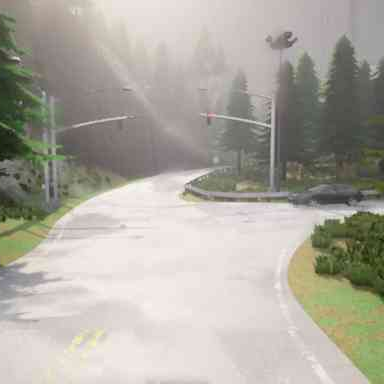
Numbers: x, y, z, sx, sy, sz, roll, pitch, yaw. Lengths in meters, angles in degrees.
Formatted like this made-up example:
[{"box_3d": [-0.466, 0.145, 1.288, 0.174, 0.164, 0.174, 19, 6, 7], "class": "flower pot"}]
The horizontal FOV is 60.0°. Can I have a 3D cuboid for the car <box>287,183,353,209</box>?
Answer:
[{"box_3d": [8.603, 0.181, 21.535, 4.892, 1.490, 1.837, -1, 5, -14], "class": "car"}]
